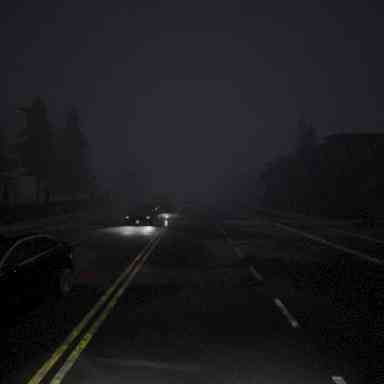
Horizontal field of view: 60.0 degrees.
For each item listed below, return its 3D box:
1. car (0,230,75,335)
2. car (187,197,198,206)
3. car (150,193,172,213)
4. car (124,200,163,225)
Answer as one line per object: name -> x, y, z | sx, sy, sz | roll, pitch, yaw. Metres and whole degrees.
car -> -3.591, 1.497, 5.750 | 2.128, 1.511, 4.902 | 0, 0, 0
car -> 0.083, 1.619, 58.145 | 2.033, 1.411, 5.357 | 0, 0, 0
car -> -3.532, 1.269, 38.609 | 2.150, 2.045, 5.566 | 0, 0, 0
car -> -3.564, 1.578, 24.428 | 2.033, 1.411, 5.357 | 0, 0, 0
